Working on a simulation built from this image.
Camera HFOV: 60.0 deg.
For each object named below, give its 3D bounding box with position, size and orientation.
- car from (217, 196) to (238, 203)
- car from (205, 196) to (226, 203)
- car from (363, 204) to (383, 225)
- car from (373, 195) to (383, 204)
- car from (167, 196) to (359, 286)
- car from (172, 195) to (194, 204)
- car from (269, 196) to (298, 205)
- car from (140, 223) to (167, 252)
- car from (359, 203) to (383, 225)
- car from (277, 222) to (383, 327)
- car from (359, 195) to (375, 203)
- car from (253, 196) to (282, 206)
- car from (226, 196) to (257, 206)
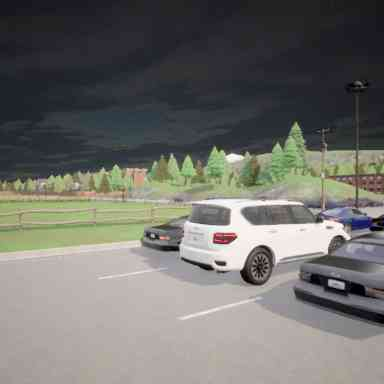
[{"bbox_3d":[7.680,1.522,72.331,1.812,1.442,4.674,0,0,-36],"label":"car"},{"bbox_3d":[4.997,1.523,70.070,1.812,1.442,4.674,0,0,-36],"label":"car"},{"bbox_3d":[10.340,1.478,15.498,5.008,1.535,1.882,0,0,-35],"label":"car"},{"bbox_3d":[25.357,1.491,48.359,2.128,1.511,4.902,0,0,-39],"label":"car"},{"bbox_3d":[2.275,1.221,9.689,5.566,2.045,2.150,0,0,-35],"label":"car"},{"bbox_3d":[-1.846,1.493,67.530,2.128,1.511,4.902,0,0,-36],"label":"car"},{"bbox_3d":[16.543,1.477,60.123,1.882,1.535,5.008,0,0,-36],"label":"car"},{"bbox_3d":[0.694,1.547,12.860,5.357,1.411,2.033,0,0,-36],"label":"car"},{"bbox_3d":[8.475,1.526,18.460,4.674,1.442,1.812,0,0,-36],"label":"car"},{"bbox_3d":[4.372,1.547,6.883,5.357,1.411,2.033,0,0,-36],"label":"car"},{"bbox_3d":[22.455,1.563,46.251,1.994,1.385,4.181,0,0,-38],"label":"car"},{"bbox_3d":[13.288,1.502,58.626,1.837,1.490,4.892,0,1,-36],"label":"car"},{"bbox_3d":[7.974,1.477,54.025,1.882,1.535,5.008,0,0,-36],"label":"car"}]
